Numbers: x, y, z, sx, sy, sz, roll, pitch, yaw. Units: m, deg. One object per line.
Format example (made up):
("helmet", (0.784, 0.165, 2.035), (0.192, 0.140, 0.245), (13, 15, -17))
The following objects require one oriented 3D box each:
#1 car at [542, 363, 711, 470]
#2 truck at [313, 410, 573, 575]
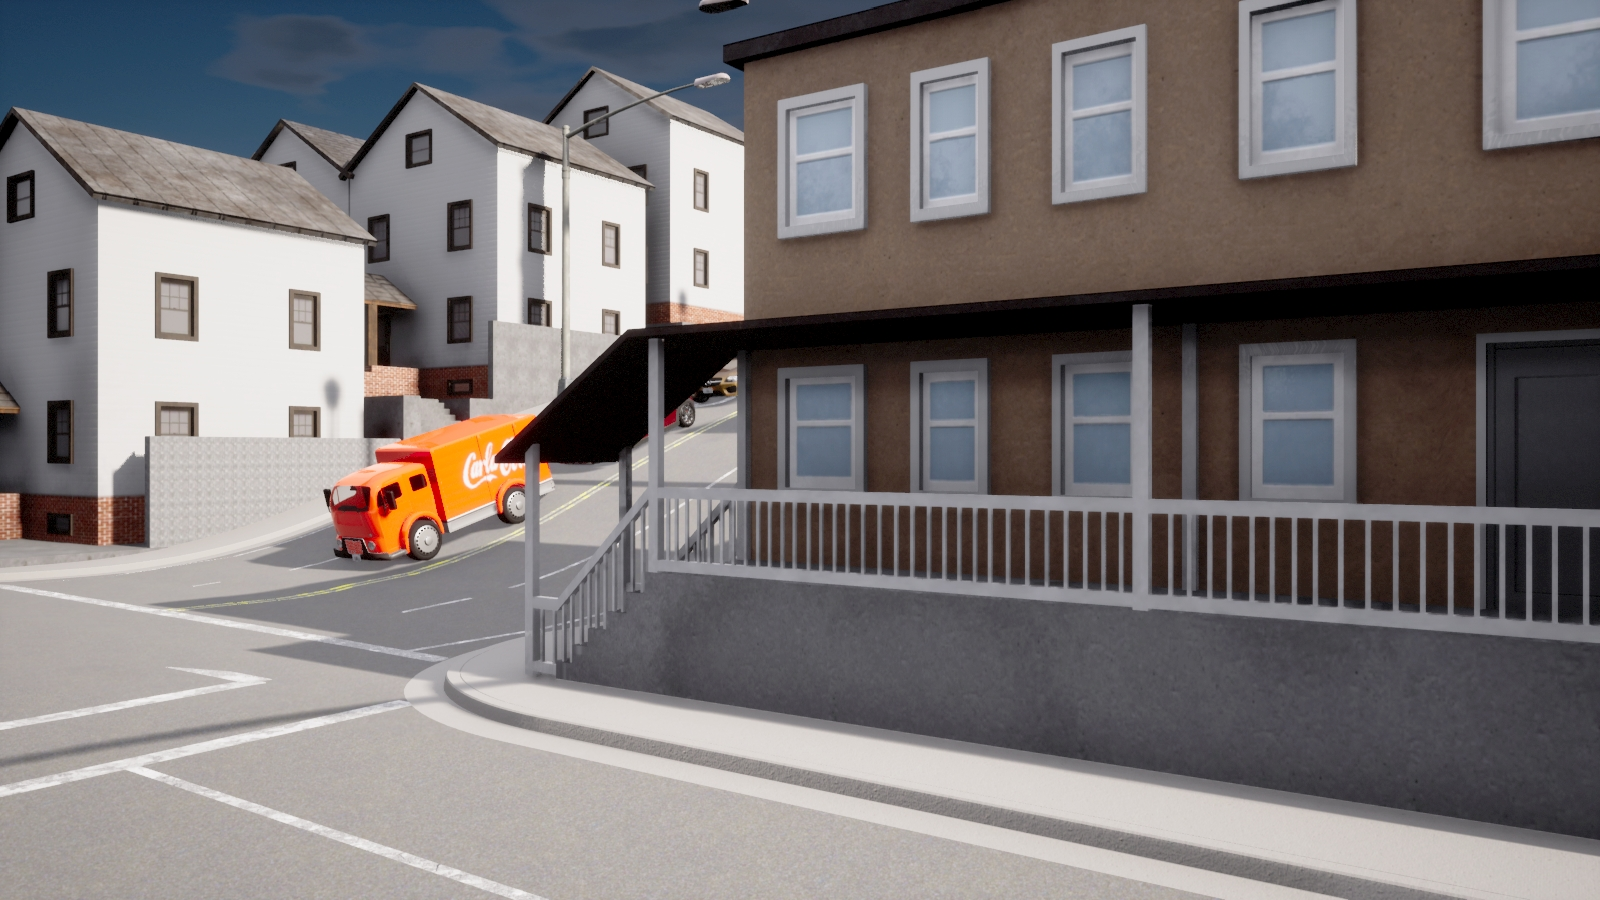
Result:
("car", (-4.941, -1.040, 33.205), (2.097, 1.767, 4.553), (0, 19, 34))
("truck", (-8.532, 0.881, 27.907), (2.627, 2.467, 5.204), (0, 16, 34))
